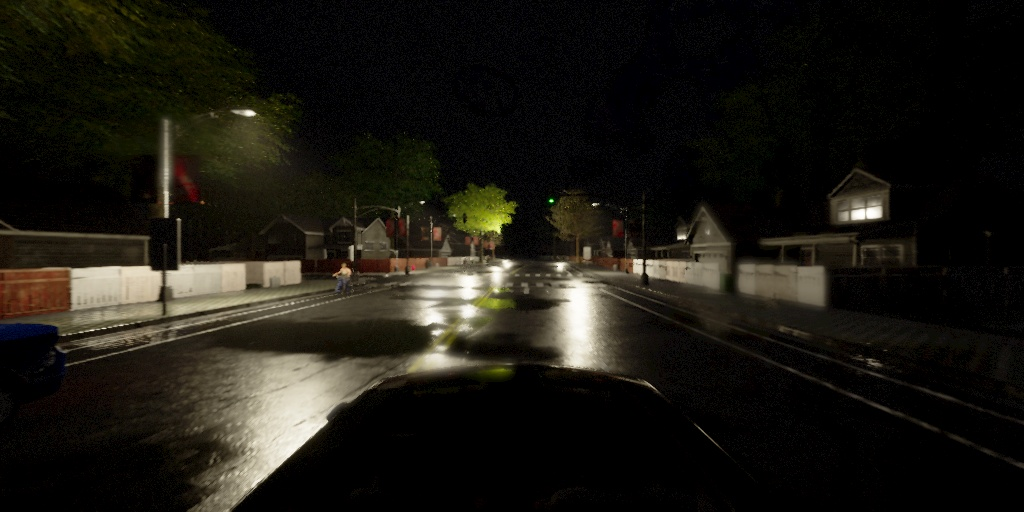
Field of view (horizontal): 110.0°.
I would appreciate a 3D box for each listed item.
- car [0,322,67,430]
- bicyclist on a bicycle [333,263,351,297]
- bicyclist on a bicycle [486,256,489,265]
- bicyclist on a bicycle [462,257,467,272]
[{"bbox_3d":[-6.577,1.220,2.347,1.882,1.535,5.008,0,0,0],"label":"car"},{"bbox_3d":[-8.463,1.174,17.997,0.866,1.612,1.509,0,0,2],"label":"bicyclist on a bicycle"},{"bbox_3d":[-4.425,0.962,64.829,0.659,1.776,1.843,0,0,4],"label":"bicyclist on a bicycle"},{"bbox_3d":[-5.782,1.054,43.430,0.659,1.776,1.843,0,0,4],"label":"bicyclist on a bicycle"}]
